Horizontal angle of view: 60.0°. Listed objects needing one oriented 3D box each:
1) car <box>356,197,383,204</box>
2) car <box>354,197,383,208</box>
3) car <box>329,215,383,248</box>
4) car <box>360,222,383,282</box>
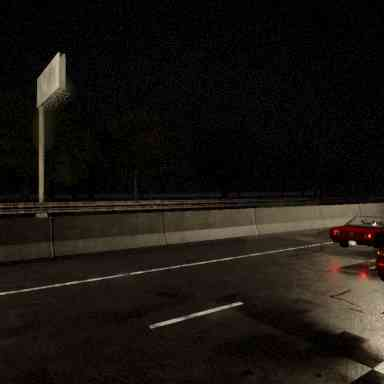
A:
[{"bbox_3d":[23.311,1.432,42.346,5.008,1.535,1.882,0,0,-36],"label":"car"},{"bbox_3d":[25.696,1.442,48.374,4.892,1.490,1.837,0,0,-36],"label":"car"},{"bbox_3d":[7.766,1.602,13.614,4.718,1.301,1.895,0,0,-35],"label":"car"},{"bbox_3d":[6.381,1.527,8.315,4.674,1.442,1.812,0,0,-35],"label":"car"}]
